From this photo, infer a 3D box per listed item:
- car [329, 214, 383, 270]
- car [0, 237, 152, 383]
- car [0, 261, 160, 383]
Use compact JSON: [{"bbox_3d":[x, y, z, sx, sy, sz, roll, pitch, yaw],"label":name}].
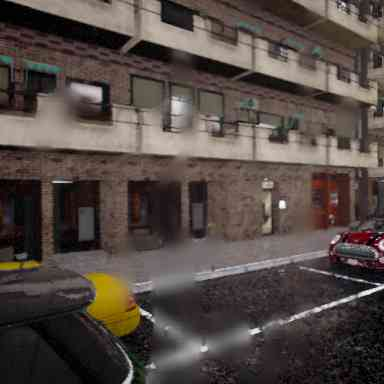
[{"bbox_3d":[6.136,1.439,10.494,4.097,1.590,1.967,0,-1,-36],"label":"car"},{"bbox_3d":[-3.034,1.525,3.947,4.829,1.417,1.752,0,-1,-36],"label":"car"},{"bbox_3d":[-2.312,1.352,1.422,4.553,1.767,2.097,0,0,-36],"label":"car"}]
